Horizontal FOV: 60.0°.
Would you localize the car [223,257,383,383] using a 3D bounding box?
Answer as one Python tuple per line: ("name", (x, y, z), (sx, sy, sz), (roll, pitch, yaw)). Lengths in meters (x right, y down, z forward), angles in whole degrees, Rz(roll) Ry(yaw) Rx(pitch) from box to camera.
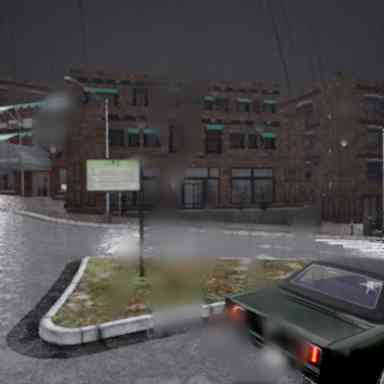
("car", (2.895, 1.681, 4.925), (4.718, 1.301, 1.895), (2, 0, -29))
